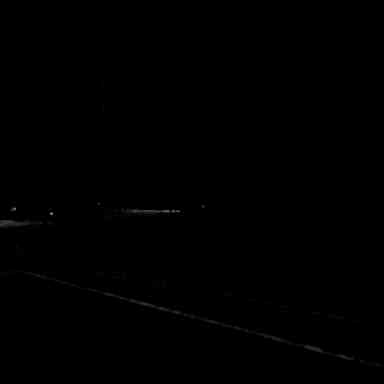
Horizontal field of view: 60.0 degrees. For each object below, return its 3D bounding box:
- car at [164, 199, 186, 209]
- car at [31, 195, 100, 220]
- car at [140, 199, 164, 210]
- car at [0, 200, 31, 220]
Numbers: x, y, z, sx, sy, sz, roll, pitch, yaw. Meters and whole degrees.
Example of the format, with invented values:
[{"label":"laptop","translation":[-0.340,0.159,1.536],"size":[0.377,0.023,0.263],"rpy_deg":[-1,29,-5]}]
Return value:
[{"label":"car","translation":[-1.361,1.659,43.883],"size":[1.994,1.385,4.181],"rpy_deg":[0,0,33]},{"label":"car","translation":[-10.677,1.311,29.272],"size":[2.150,2.045,5.566],"rpy_deg":[0,0,32]},{"label":"car","translation":[-4.933,1.633,44.794],"size":[1.812,1.442,4.674],"rpy_deg":[0,0,33]},{"label":"car","translation":[-14.525,1.456,29.742],"size":[2.097,1.767,4.553],"rpy_deg":[0,0,32]}]
